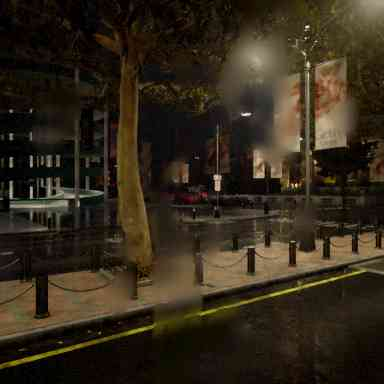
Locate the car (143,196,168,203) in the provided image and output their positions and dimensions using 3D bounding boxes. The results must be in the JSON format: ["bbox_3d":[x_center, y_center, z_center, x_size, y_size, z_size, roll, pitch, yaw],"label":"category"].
[{"bbox_3d":[-7.809,1.478,66.769,5.008,1.535,1.882,0,0,42],"label":"car"}]

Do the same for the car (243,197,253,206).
[{"bbox_3d":[7.516,1.491,52.769,2.128,1.511,4.902,0,0,-35],"label":"car"}]

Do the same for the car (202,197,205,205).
[{"bbox_3d":[1.871,1.547,60.719,2.033,1.411,5.357,0,0,-36],"label":"car"}]

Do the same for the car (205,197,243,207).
[{"bbox_3d":[4.758,1.547,50.625,2.033,1.411,5.357,0,0,-35],"label":"car"}]

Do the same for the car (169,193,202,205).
[{"bbox_3d":[-1.149,1.221,58.927,2.150,2.045,5.566,0,0,-36],"label":"car"}]
